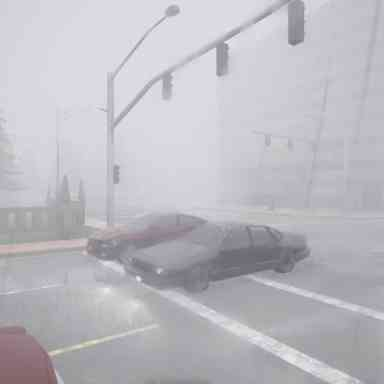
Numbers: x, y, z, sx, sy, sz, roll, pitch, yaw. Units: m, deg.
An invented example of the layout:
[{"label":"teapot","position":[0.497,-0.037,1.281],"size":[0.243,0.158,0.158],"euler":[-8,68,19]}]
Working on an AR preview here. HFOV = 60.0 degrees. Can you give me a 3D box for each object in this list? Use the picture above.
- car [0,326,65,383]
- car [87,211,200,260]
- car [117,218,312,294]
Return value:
[{"label":"car","position":[-3.061,1.601,1.596],"size":[4.718,1.301,1.895],"euler":[0,0,-35]},{"label":"car","position":[-1.125,1.475,11.783],"size":[5.008,1.535,1.882],"euler":[0,0,-35]},{"label":"car","position":[0.972,1.539,8.982],"size":[5.357,1.411,2.033],"euler":[0,0,-35]}]
